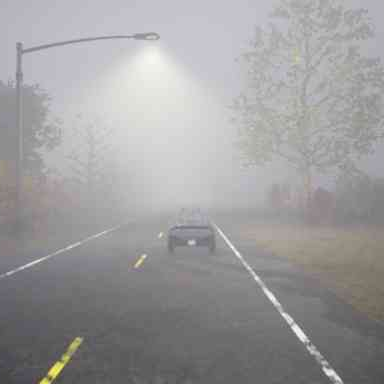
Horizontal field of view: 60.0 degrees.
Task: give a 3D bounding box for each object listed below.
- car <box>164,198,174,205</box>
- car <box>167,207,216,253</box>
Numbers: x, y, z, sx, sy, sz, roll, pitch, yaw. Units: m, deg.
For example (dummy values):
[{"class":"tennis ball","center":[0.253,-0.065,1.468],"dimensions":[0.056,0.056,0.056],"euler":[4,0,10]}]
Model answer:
[{"class":"car","center":[-5.071,2.116,72.317],"dimensions":[1.837,1.490,4.892],"euler":[0,0,-8]},{"class":"car","center":[-0.006,1.623,14.292],"dimensions":[2.128,1.511,4.902],"euler":[0,0,0]}]
